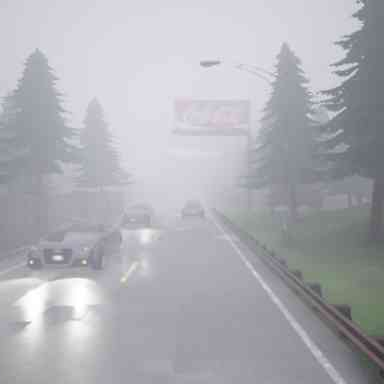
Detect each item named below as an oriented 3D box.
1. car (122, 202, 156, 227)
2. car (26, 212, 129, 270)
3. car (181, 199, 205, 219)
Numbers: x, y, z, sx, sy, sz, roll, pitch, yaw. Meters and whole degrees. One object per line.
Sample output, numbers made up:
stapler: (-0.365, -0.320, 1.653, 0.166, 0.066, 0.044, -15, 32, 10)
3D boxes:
car: (-3.570, 1.487, 22.731, 1.837, 1.490, 4.892, 0, 0, 0)
car: (-3.567, 1.555, 10.845, 1.994, 1.385, 4.181, 0, 0, 0)
car: (0.075, 1.540, 29.035, 1.994, 1.385, 4.181, 0, 0, 0)
